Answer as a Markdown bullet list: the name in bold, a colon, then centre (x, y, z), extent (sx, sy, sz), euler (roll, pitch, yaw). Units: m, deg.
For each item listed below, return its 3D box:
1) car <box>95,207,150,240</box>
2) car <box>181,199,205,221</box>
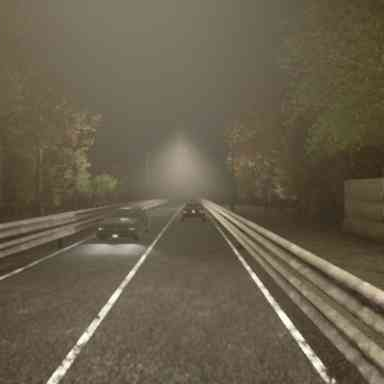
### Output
- **car**: centre (-3.272, 1.499, 16.902), extent (2.033, 1.411, 5.357), euler (0, 0, 0)
- **car**: centre (0.098, 1.525, 27.028), extent (2.033, 1.411, 5.357), euler (0, 0, 0)
